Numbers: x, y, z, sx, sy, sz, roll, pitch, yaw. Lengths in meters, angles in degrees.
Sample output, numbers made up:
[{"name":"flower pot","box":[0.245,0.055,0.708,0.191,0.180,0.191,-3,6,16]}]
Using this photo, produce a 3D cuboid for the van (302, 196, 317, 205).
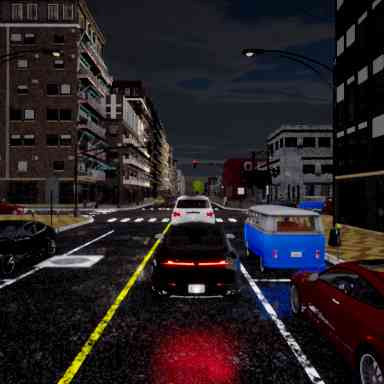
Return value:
[{"name":"van","box":[14.817,1.426,39.562,3.998,1.788,1.690,0,0,0]}]

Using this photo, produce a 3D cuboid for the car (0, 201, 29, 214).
[{"name":"car","box":[-17.531,1.535,31.034,4.206,1.307,1.802,0,0,0]}]

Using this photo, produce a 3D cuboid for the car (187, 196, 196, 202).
[{"name":"car","box":[-0.170,1.618,81.435,2.033,1.411,5.357,0,0,0]}]

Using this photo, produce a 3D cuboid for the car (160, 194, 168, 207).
[{"name":"car","box":[-3.204,1.382,50.120,2.097,1.767,4.553,0,0,0]}]

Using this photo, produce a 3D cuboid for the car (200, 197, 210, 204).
[{"name":"car","box":[2.555,1.633,66.130,1.802,1.307,4.206,0,0,0]}]

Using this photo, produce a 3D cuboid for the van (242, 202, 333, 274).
[{"name":"van","box":[2.639,1.342,10.265,1.690,1.788,3.998,0,0,0]}]

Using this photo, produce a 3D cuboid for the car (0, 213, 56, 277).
[{"name":"car","box":[-5.709,1.567,10.273,1.947,1.339,4.313,0,0,0]}]

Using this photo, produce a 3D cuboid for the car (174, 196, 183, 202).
[{"name":"car","box":[-3.164,1.624,78.135,1.994,1.385,4.181,0,0,0]}]

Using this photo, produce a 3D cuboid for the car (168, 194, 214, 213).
[{"name":"car","box":[0.051,1.225,18.448,2.150,2.045,5.566,0,0,0]}]

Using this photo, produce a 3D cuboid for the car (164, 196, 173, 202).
[{"name":"car","box":[-5.861,1.631,82.730,2.008,1.369,4.403,0,0,0]}]

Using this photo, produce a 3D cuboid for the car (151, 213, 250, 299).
[{"name":"car","box":[0.080,1.506,8.447,1.837,1.490,4.892,0,0,0]}]

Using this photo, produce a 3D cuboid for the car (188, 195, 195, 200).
[{"name":"car","box":[-0.191,1.584,91.885,1.895,1.301,4.718,0,0,0]}]

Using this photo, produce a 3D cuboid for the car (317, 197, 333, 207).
[{"name":"car","box":[14.857,1.359,31.182,5.009,1.841,2.192,0,0,0]}]

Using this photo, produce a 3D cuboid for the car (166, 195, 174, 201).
[{"name":"car","box":[-5.872,1.617,88.099,1.752,1.417,4.829,0,0,0]}]

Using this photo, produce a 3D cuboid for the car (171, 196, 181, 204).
[{"name":"car","box":[-3.156,1.580,68.119,1.812,1.442,4.674,0,0,0]}]

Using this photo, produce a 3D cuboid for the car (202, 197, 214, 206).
[{"name":"car","box":[2.578,1.562,55.222,1.752,1.417,4.829,0,0,0]}]

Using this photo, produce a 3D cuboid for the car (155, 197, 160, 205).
[{"name":"car","box":[-5.814,1.569,60.402,1.752,1.417,4.829,0,0,0]}]

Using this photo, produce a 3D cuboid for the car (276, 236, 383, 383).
[{"name":"car","box":[2.651,1.582,4.576,1.802,1.307,4.206,0,0,0]}]

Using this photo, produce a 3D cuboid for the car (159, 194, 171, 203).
[{"name":"car","box":[-5.836,1.375,71.652,2.192,1.841,5.009,0,0,0]}]

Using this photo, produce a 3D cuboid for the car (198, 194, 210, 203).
[{"name":"car","box":[2.544,1.375,71.670,2.192,1.841,5.009,0,0,0]}]

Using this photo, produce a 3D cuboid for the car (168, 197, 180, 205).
[{"name":"car","box":[-3.199,1.642,59.063,1.895,1.301,4.718,0,0,0]}]

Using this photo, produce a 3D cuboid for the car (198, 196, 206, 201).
[{"name":"car","box":[2.508,1.643,88.287,2.008,1.369,4.403,0,0,0]}]

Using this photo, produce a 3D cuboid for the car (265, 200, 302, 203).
[{"name":"car","box":[8.943,1.601,36.945,5.357,1.411,2.033,0,0,0]}]
